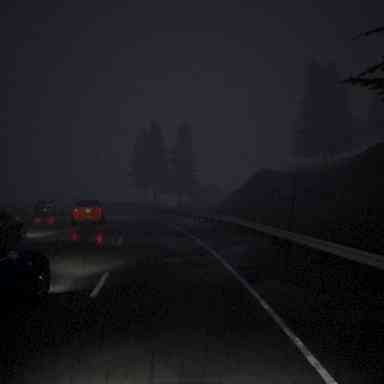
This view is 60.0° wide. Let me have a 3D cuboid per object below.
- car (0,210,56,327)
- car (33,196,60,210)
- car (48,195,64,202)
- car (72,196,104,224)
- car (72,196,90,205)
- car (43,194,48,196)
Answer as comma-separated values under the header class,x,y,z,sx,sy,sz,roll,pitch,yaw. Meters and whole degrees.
class,x,y,z,sx,sy,sz,roll,pitch,yaw
car,-3.901,1.350,5.082,2.097,1.767,4.553,0,0,-4
car,-14.608,1.452,33.014,2.128,1.511,4.902,0,0,-24
car,-28.245,1.398,69.959,1.994,1.385,4.181,0,0,-32
car,-7.641,1.314,24.483,2.097,1.767,4.553,0,0,-17
car,-19.289,1.441,57.681,1.812,1.442,4.674,0,0,-32
car,-36.224,1.348,82.754,1.812,1.442,4.674,0,0,-32
